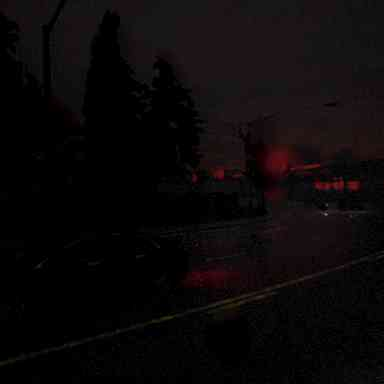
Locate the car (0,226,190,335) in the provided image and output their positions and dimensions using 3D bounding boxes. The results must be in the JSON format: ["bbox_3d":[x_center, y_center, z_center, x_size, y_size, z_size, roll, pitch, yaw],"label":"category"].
[{"bbox_3d":[-2.299,1.523,6.861,4.892,1.490,1.837,0,0,-38],"label":"car"}]

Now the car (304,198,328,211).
[{"bbox_3d":[16.927,1.641,45.498,2.097,1.767,4.553,-1,-1,4],"label":"car"}]

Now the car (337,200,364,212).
[{"bbox_3d":[20.199,1.748,42.591,2.033,1.411,5.357,-1,-1,8],"label":"car"}]
